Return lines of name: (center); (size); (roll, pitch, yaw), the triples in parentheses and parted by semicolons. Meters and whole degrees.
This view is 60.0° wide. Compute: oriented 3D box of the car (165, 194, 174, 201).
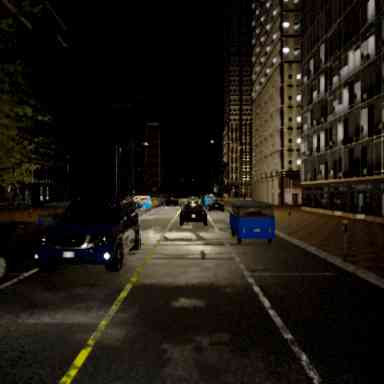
car: (-5.696, 1.362, 83.607); (1.967, 1.590, 4.097); (0, 0, 0)

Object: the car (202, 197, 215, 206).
car: (2.686, 1.540, 55.266); (1.947, 1.339, 4.313); (0, 0, 0)

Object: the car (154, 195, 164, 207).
car: (-5.694, 1.506, 49.427); (1.752, 1.417, 4.829); (0, 0, 0)

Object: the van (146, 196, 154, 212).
van: (-5.692, 1.334, 38.259); (1.690, 1.788, 3.998); (0, 0, 0)

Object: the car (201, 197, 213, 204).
car: (2.686, 1.532, 60.934); (1.947, 1.339, 4.313); (0, 0, 0)

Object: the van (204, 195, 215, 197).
van: (2.687, 1.322, 49.597); (1.690, 1.788, 3.998); (0, 0, 0)

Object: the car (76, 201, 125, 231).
car: (-5.692, 1.442, 21.253); (1.967, 1.590, 4.097); (0, 0, 0)

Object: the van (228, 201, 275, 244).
van: (2.690, 1.344, 15.585); (1.690, 1.788, 3.998); (0, 0, 0)

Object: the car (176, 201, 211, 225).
car: (0.099, 1.566, 24.075); (1.994, 1.385, 4.181); (0, 0, 0)

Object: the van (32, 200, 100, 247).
van: (-5.691, 1.343, 15.584); (1.690, 1.788, 3.998); (0, 0, 0)

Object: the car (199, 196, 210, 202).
car: (2.685, 1.498, 72.271); (2.008, 1.369, 4.403); (0, 0, 0)

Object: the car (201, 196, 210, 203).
car: (2.686, 1.482, 66.773); (1.752, 1.417, 4.829); (0, 0, 0)

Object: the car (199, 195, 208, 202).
car: (2.685, 1.461, 78.112); (1.752, 1.417, 4.829); (0, 0, 0)

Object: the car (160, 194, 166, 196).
car: (-5.694, 1.524, 55.264); (2.008, 1.369, 4.403); (0, 0, 0)

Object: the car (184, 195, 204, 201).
car: (0.095, 1.342, 42.095); (2.097, 1.767, 4.553); (0, 0, 0)

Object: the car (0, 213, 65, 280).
car: (-5.691, 1.546, 9.915); (1.887, 1.381, 4.507); (0, 0, 0)

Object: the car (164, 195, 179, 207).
car: (-3.081, 1.578, 51.844); (1.895, 1.301, 4.718); (0, 0, 0)

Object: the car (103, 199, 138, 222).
car: (-5.692, 1.440, 26.920); (1.967, 1.590, 4.097); (0, 0, 0)

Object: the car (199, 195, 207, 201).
car: (2.684, 1.474, 83.609); (2.008, 1.369, 4.403); (0, 0, 0)

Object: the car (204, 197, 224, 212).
car: (2.688, 1.560, 38.260); (1.947, 1.339, 4.313); (0, 0, 0)

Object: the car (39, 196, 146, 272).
car: (-3.102, 1.224, 11.124); (2.150, 2.045, 5.566); (0, 0, 0)
